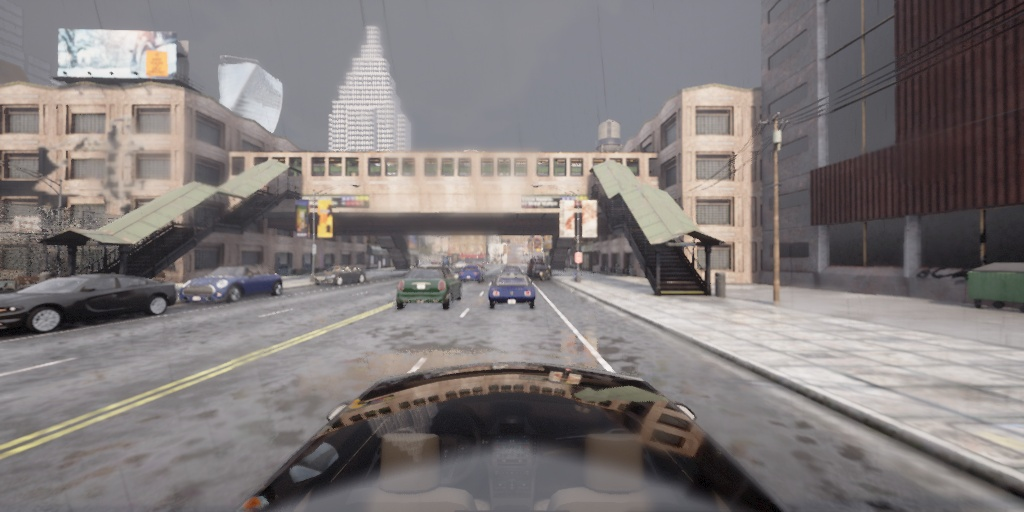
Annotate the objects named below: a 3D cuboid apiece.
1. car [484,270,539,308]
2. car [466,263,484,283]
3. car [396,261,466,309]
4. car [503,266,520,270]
[{"bbox_3d":[-0.001,1.485,15.958,1.895,1.301,4.718,0,-1,0],"label":"car"},{"bbox_3d":[-3.498,1.554,31.225,1.812,1.442,4.674,0,0,0],"label":"car"},{"bbox_3d":[-3.500,1.234,15.937,2.097,1.767,4.553,0,-1,0],"label":"car"},{"bbox_3d":[-0.004,1.572,30.840,2.033,1.411,5.357,0,-1,0],"label":"car"}]
